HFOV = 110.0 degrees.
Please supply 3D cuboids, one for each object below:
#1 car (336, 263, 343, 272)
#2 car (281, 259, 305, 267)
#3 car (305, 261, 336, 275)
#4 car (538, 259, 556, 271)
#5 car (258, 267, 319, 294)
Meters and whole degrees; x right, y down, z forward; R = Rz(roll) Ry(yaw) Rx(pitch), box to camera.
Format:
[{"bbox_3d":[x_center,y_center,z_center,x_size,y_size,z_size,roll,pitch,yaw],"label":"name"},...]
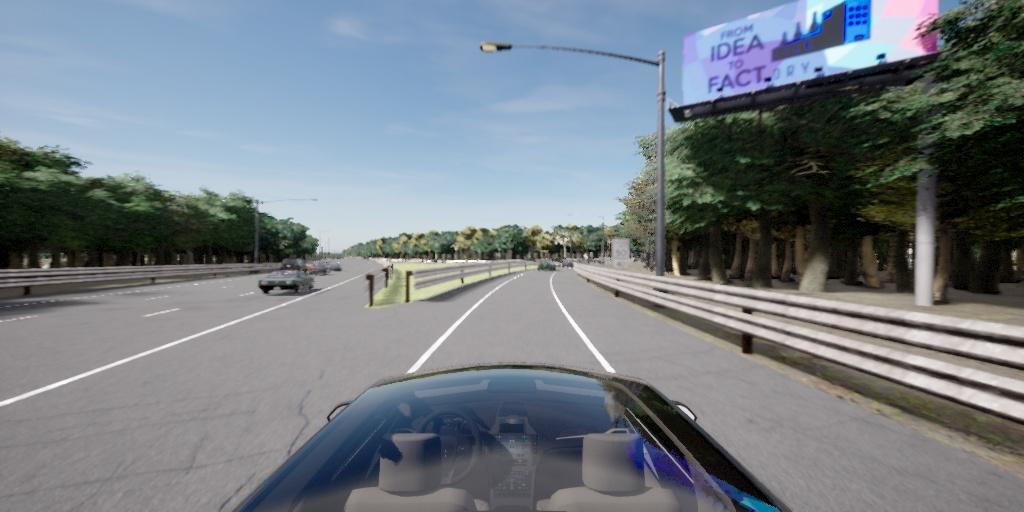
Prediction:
[{"bbox_3d":[-28.905,1.854,58.584,1.994,1.385,4.181,0,-1,-19],"label":"car"},{"bbox_3d":[-28.866,1.371,47.540,2.150,2.045,5.566,0,-1,-18],"label":"car"},{"bbox_3d":[-24.670,1.640,46.258,2.128,1.511,4.902,0,-1,-18],"label":"car"},{"bbox_3d":[5.097,1.248,52.179,2.097,1.767,4.553,1,0,15],"label":"car"},{"bbox_3d":[-13.581,1.526,21.933,1.895,1.301,4.718,0,-1,-16],"label":"car"}]
